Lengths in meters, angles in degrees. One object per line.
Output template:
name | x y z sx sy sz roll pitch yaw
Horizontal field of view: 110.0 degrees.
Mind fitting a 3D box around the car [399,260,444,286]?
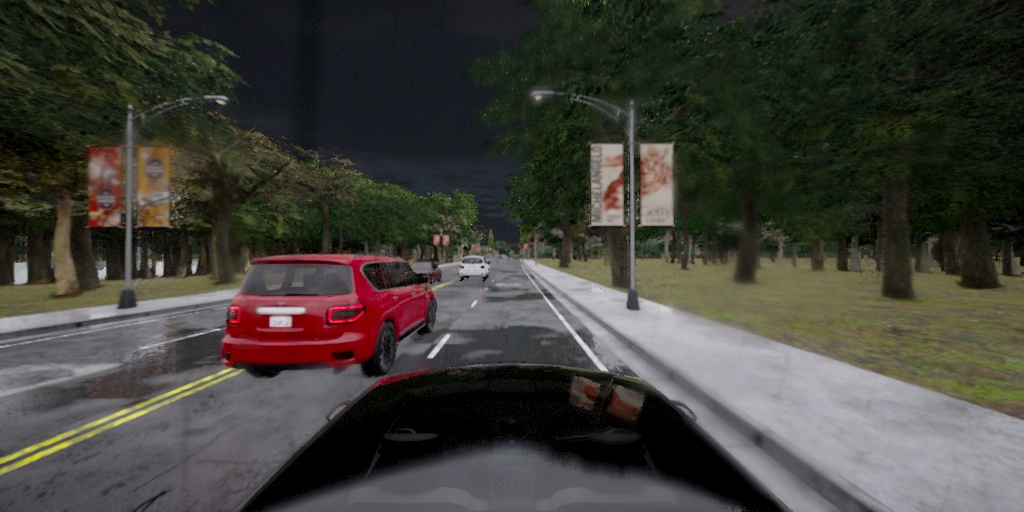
car | -6.538 1.168 26.490 2.097 1.767 4.553 0 0 1

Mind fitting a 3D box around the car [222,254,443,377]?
car | -3.151 0.999 7.567 2.150 2.045 5.566 0 0 0

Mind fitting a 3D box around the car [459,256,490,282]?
car | -3.100 1.036 30.523 2.150 2.045 5.566 0 0 0

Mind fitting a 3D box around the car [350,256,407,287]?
car | -9.788 1.040 26.809 2.150 2.045 5.566 0 0 0
